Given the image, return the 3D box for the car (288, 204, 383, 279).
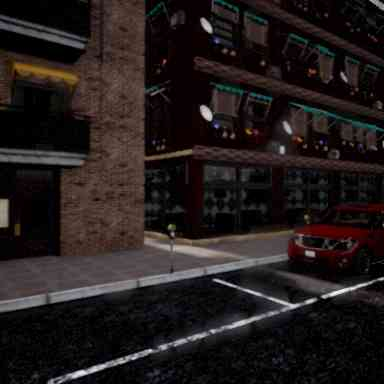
[{"bbox_3d":[5.170,1.315,10.244,5.009,1.841,2.192,0,0,-36],"label":"car"}]
